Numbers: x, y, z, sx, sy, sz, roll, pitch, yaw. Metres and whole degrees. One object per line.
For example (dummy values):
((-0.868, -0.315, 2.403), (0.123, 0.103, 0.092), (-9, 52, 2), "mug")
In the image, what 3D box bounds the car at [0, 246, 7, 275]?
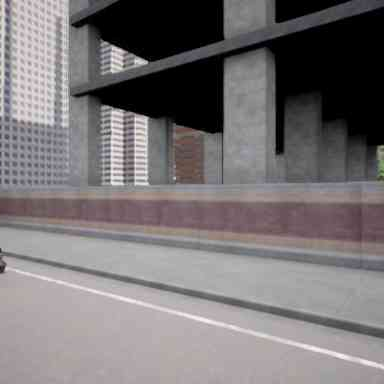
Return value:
((-7.019, 1.579, 8.896), (5.357, 1.411, 2.033), (0, 0, 36), "car")
